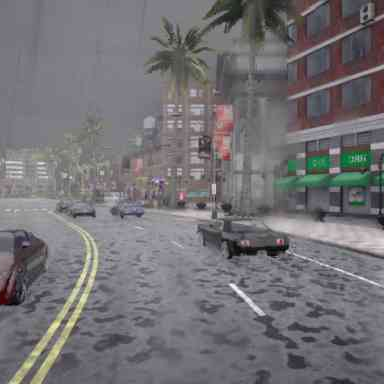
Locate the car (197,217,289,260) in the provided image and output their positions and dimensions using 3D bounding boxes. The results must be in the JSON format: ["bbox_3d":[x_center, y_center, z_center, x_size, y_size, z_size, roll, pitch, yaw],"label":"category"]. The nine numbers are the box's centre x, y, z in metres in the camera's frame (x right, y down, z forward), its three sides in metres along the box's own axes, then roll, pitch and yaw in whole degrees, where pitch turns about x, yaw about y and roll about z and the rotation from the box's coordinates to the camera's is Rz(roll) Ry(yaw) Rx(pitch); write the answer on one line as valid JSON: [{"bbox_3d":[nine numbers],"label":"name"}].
[{"bbox_3d":[1.621,1.600,12.507,1.895,1.301,4.718,0,0,-15],"label":"car"}]

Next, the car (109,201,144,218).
[{"bbox_3d":[-5.937,1.547,29.838,2.033,1.411,5.357,0,0,-27],"label":"car"}]

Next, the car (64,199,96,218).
[{"bbox_3d":[-10.068,1.563,30.135,1.994,1.385,4.181,0,0,-27],"label":"car"}]

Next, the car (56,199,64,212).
[{"bbox_3d":[-14.912,1.547,39.460,2.033,1.411,5.357,0,0,-28],"label":"car"}]

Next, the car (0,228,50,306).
[{"bbox_3d":[-4.639,1.564,7.655,1.994,1.385,4.181,0,0,-12],"label":"car"}]
